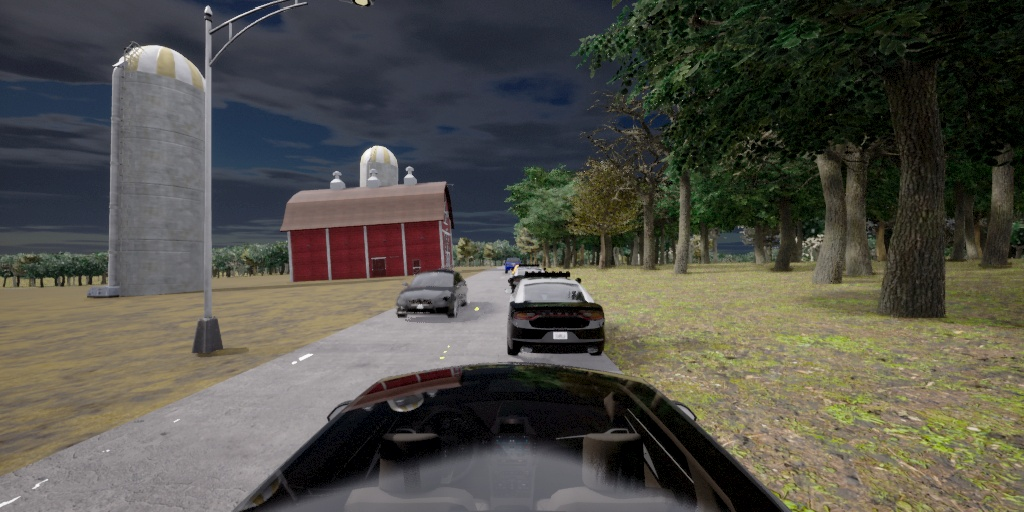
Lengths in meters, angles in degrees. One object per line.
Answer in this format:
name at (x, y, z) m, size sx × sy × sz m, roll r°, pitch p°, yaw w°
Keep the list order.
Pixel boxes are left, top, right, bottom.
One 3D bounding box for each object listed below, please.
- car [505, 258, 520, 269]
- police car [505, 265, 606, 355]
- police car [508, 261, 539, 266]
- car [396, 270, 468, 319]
car at (0.207, 1.265, 47.309) m, size 2.150 × 2.045 × 5.566 m, roll 0°, pitch 0°, yaw 0°
police car at (0.851, 1.187, 8.828) m, size 1.930 × 1.638 × 5.238 m, roll 0°, pitch 0°, yaw 0°
police car at (0.888, 1.231, 18.832) m, size 1.930 × 1.638 × 5.238 m, roll 0°, pitch 0°, yaw 0°
car at (-2.708, 1.281, 13.050) m, size 1.837 × 1.490 × 4.892 m, roll 0°, pitch 0°, yaw 0°
